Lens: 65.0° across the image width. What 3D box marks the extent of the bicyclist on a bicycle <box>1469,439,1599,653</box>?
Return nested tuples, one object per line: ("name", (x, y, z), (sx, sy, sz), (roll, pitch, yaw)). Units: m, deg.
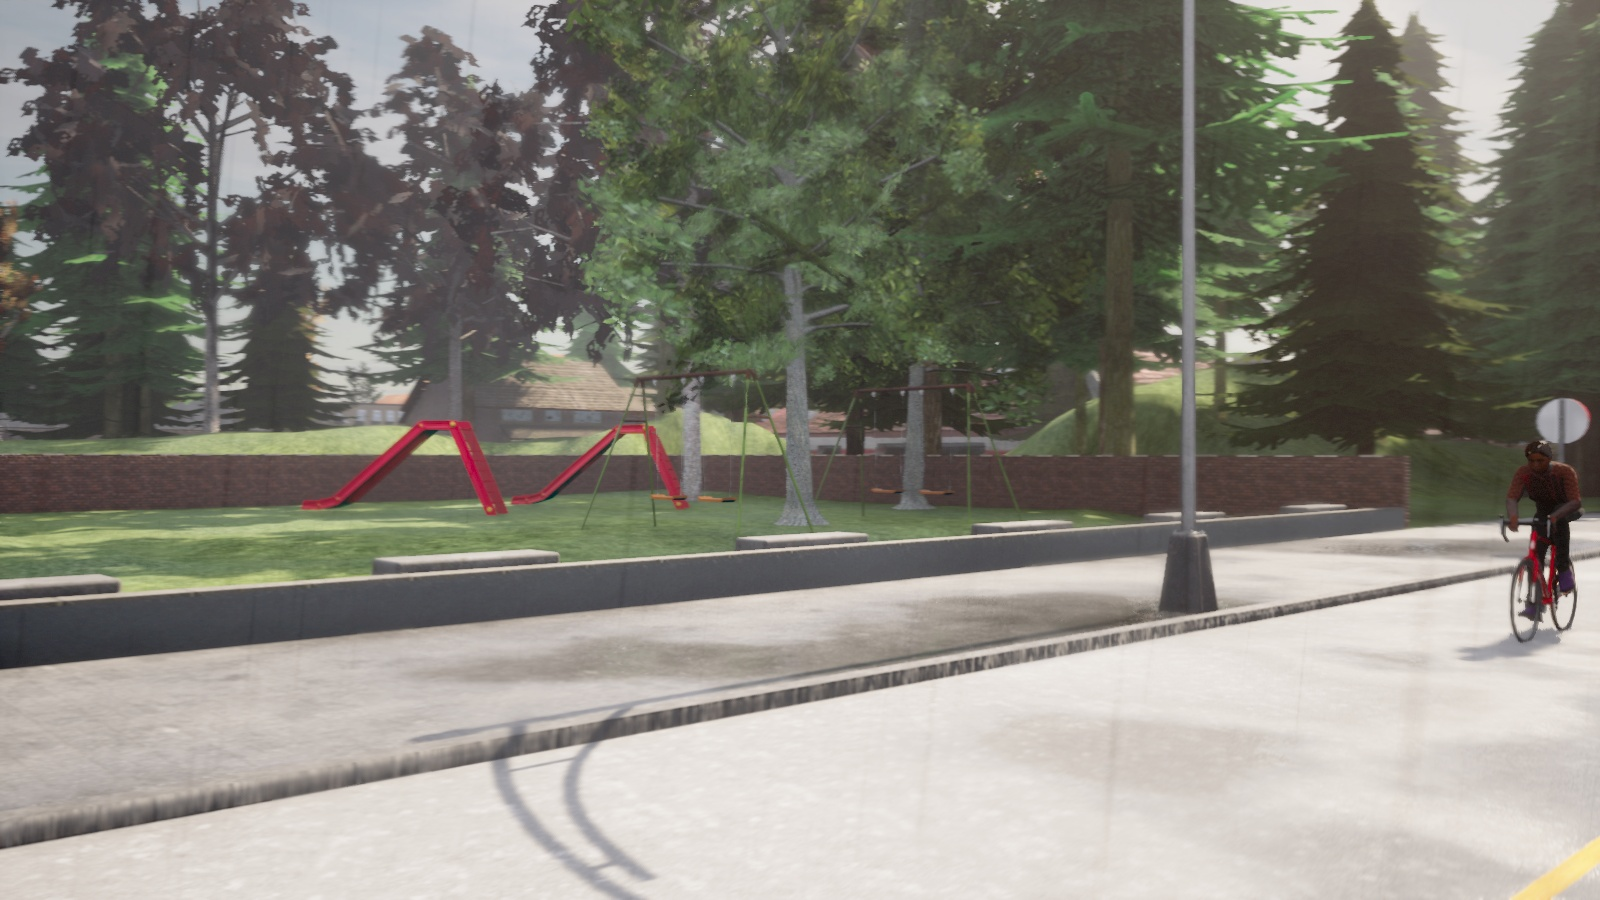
("bicyclist on a bicycle", (6.096, 0.722, 10.263), (1.656, 1.620, 0.582), (0, 0, -43))
